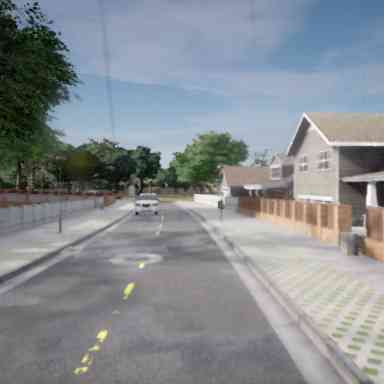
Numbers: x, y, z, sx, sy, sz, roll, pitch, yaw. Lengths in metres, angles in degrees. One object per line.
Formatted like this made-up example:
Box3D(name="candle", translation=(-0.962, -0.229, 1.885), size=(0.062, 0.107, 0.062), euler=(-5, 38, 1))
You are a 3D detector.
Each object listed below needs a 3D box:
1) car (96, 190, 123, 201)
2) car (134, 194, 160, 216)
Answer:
Box3D(name="car", translation=(-16.684, 0.716, 67.198), size=(5.566, 2.045, 2.150), euler=(2, 1, -11))
Box3D(name="car", translation=(-4.359, 1.173, 32.584), size=(2.150, 2.045, 5.566), euler=(0, 0, -5))
